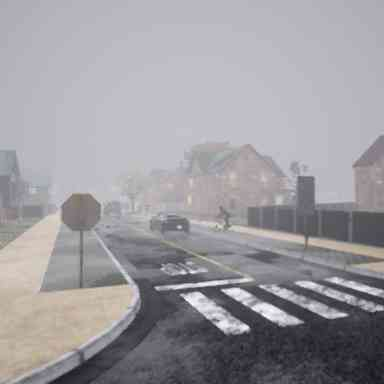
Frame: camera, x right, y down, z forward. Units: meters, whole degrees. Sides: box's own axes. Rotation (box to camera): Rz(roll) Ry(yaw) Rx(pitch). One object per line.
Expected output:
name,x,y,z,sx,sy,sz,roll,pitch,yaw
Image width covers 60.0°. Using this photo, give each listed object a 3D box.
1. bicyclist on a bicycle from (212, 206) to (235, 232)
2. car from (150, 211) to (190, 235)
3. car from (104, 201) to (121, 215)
bicyclist on a bicycle,1.997,1.721,21.076,1.656,1.620,0.582,0,-1,-20
car,-1.520,1.981,22.103,1.812,1.442,4.674,0,-1,-20
car,-12.295,2.431,51.457,2.150,2.045,5.566,0,-2,-20
